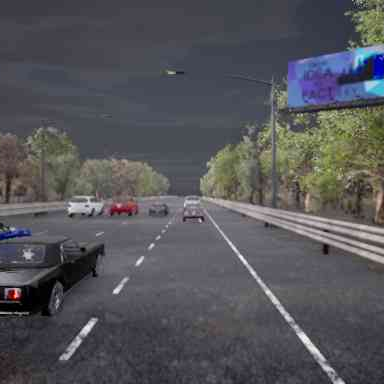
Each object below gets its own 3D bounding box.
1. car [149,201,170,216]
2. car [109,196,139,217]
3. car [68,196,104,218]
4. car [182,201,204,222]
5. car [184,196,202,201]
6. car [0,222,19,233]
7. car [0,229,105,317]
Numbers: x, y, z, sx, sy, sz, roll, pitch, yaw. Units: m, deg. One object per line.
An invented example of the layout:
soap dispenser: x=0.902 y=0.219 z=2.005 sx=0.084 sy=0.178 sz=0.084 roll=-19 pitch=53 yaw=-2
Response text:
car: x=-3.450 y=1.742 z=35.890 sx=2.128 sy=1.511 sz=4.902 roll=0 pitch=0 yaw=0
car: x=-6.963 y=1.461 z=34.458 sx=2.150 sy=2.045 sz=5.566 roll=0 pitch=0 yaw=1
car: x=-10.476 y=1.453 z=33.255 sx=2.150 sy=2.045 sz=5.566 roll=0 pitch=0 yaw=0
car: x=0.101 y=1.745 z=28.831 sx=2.033 sy=1.411 sz=5.357 roll=0 pitch=0 yaw=-1
car: x=0.087 y=1.534 z=43.818 sx=2.150 sy=2.045 sz=5.566 roll=0 pitch=0 yaw=0
car: x=-6.902 y=1.549 z=10.425 sx=1.882 sy=1.535 sz=5.008 roll=0 pitch=0 yaw=0
car: x=-3.408 y=1.652 z=7.510 sx=1.895 sy=1.301 sz=4.718 roll=0 pitch=0 yaw=0
